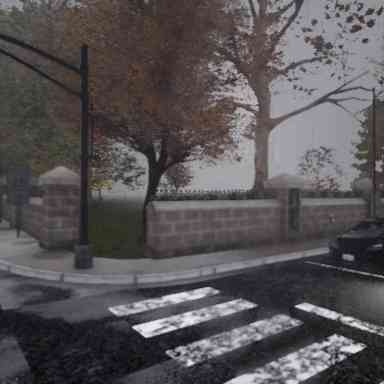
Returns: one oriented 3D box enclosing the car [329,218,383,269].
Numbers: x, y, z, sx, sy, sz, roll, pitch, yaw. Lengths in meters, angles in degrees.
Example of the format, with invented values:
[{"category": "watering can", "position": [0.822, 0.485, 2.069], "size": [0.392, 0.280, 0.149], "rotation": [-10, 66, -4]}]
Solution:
[{"category": "car", "position": [6.415, 1.572, 11.135], "size": [4.313, 1.339, 1.947], "rotation": [0, 0, -36]}]
